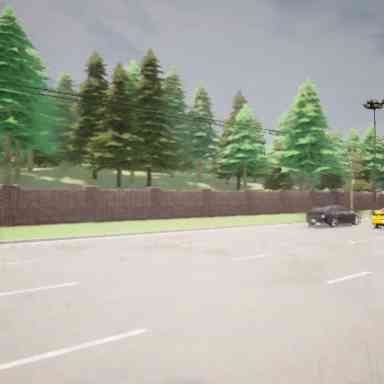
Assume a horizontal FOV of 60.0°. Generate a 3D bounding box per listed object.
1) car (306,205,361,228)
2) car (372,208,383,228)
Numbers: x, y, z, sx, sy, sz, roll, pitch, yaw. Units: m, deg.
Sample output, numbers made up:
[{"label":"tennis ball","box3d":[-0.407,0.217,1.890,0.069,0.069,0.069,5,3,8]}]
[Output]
[{"label":"car","box3d":[10.210,1.700,23.923,4.892,1.490,1.837,0,0,-35]},{"label":"car","box3d":[14.201,1.693,22.580,5.008,1.535,1.882,0,0,-35]}]
